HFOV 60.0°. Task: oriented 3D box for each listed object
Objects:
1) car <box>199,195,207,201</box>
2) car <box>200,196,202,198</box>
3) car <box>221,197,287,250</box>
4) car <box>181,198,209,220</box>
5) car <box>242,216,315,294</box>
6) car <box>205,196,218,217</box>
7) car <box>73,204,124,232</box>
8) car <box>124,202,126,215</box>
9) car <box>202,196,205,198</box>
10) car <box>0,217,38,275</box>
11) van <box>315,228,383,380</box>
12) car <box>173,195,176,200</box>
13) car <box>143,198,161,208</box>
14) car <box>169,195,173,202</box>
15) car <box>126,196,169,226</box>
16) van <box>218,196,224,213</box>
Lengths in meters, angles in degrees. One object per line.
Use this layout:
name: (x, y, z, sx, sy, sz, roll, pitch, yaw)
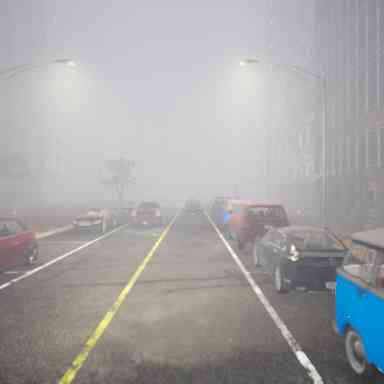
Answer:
car: (2.689, 1.557, 81.893, 2.008, 1.369, 4.403, 1, 0, 0)
car: (0.073, 1.536, 46.082, 1.812, 1.442, 4.674, 0, 0, 0)
car: (2.699, 1.320, 14.196, 2.192, 1.841, 5.009, 1, 0, 0)
car: (0.097, 1.499, 28.243, 2.128, 1.511, 4.902, 0, 0, 0)
car: (2.697, 1.554, 8.555, 2.008, 1.369, 4.403, 1, 0, 0)
car: (2.697, 1.323, 31.121, 2.192, 1.841, 5.009, 1, 0, 0)
car: (-5.685, 1.556, 19.811, 2.008, 1.369, 4.403, 1, 0, 0)
car: (-5.686, 1.558, 31.096, 2.008, 1.369, 4.403, 1, 0, 0)
car: (2.693, 1.536, 48.214, 1.752, 1.417, 4.829, 1, 0, 0)
car: (-5.682, 1.443, 8.526, 1.967, 1.590, 4.097, 1, 0, 0)
van: (2.700, 1.343, 2.913, 1.690, 1.788, 3.998, 1, 0, 0)
car: (-5.693, 1.528, 92.997, 1.752, 1.417, 4.829, 1, 0, 0)
car: (-5.688, 1.561, 48.025, 2.008, 1.369, 4.403, 1, 0, 0)
car: (-5.690, 1.553, 70.596, 1.887, 1.381, 4.507, 1, 0, 0)
car: (-3.002, 1.422, 23.647, 2.097, 1.767, 4.553, 0, 0, 0)
van: (2.698, 1.347, 19.838, 1.690, 1.788, 3.998, 1, 0, 0)
